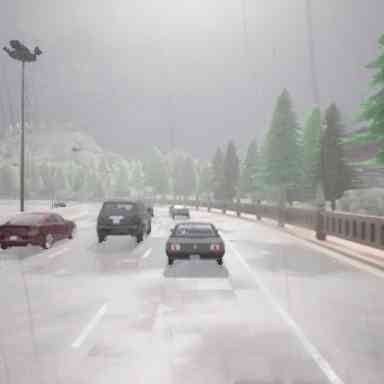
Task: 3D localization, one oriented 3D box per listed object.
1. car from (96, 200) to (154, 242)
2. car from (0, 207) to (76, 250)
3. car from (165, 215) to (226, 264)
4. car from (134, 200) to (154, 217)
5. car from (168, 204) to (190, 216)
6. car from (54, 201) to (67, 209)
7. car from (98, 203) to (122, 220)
[{"bbox_3d":[-3.456,1.432,17.736,2.150,2.045,5.566,0,0,-1],"label":"car"},{"bbox_3d":[-6.925,1.658,15.337,1.882,1.535,5.008,0,-1,-1],"label":"car"},{"bbox_3d":[0.100,1.747,12.402,1.895,1.301,4.718,0,-1,0],"label":"car"},{"bbox_3d":[-5.488,1.792,37.511,2.097,1.767,4.553,0,-1,-10],"label":"car"},{"bbox_3d":[-1.425,1.958,35.075,2.033,1.411,5.357,0,-1,-9],"label":"car"},{"bbox_3d":[-23.257,2.294,58.624,1.895,1.301,4.718,0,-1,-25],"label":"car"},{"bbox_3d":[-8.394,1.950,34.361,2.033,1.411,5.357,0,-1,-10],"label":"car"}]
